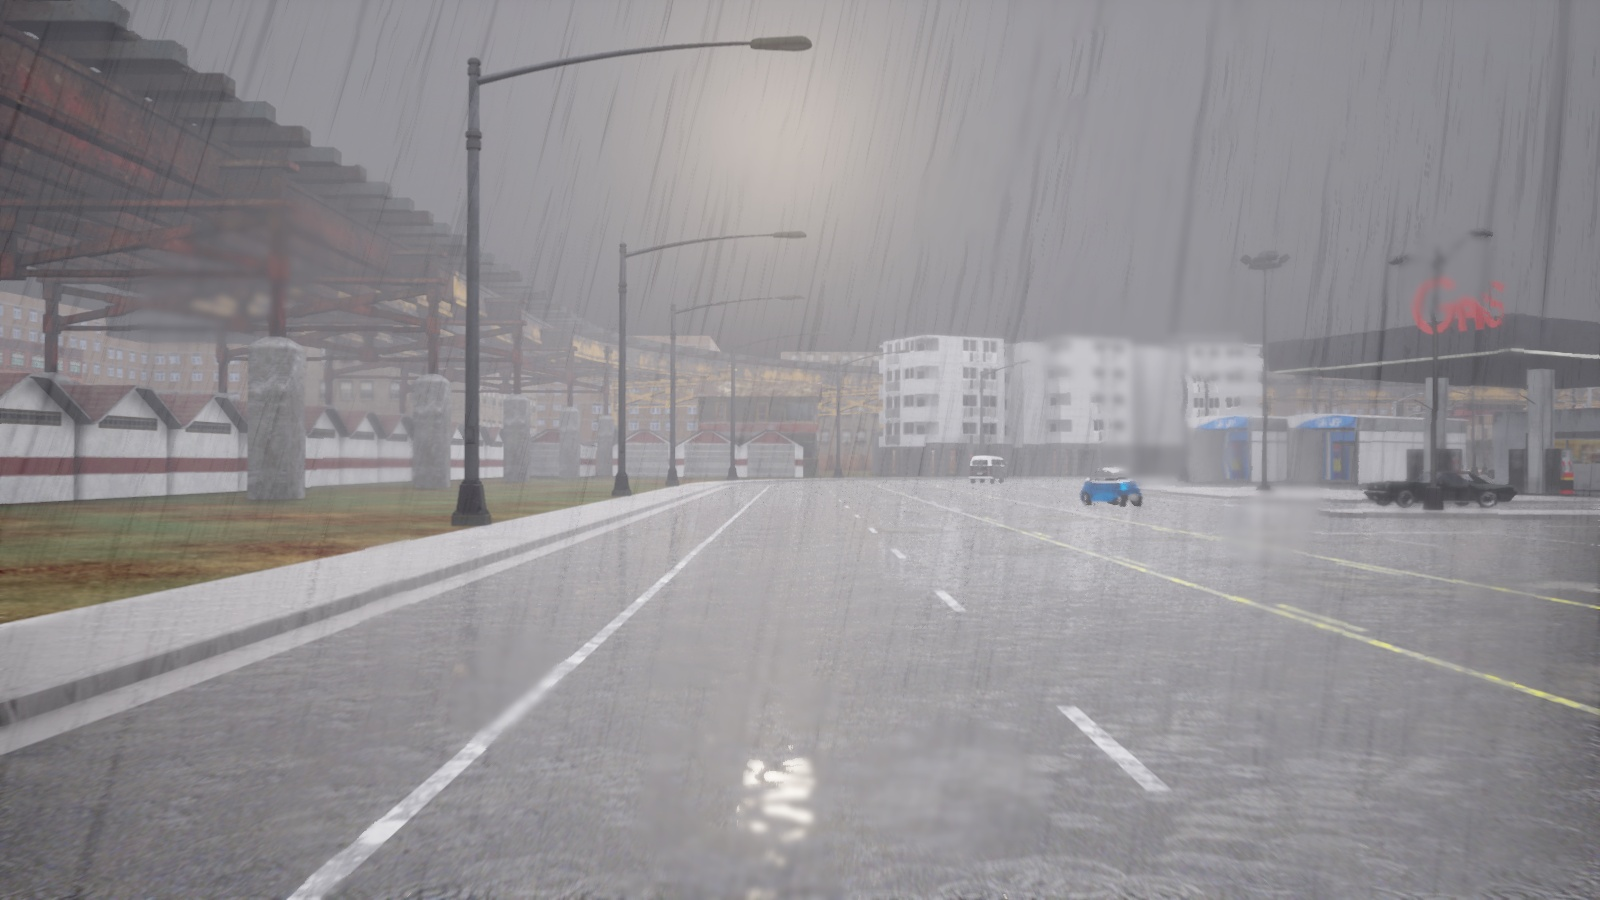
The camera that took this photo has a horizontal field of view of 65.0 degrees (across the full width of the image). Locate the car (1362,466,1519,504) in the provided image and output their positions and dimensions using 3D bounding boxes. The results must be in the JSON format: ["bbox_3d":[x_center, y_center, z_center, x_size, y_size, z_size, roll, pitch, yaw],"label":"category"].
[{"bbox_3d":[23.073,1.256,45.354,4.718,1.301,1.895,0,-1,0],"label":"car"}]

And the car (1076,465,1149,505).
[{"bbox_3d":[11.451,1.263,46.032,1.481,1.376,2.207,-1,0,-28],"label":"car"}]

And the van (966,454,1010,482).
[{"bbox_3d":[13.988,1.334,93.167,2.069,2.038,4.480,-1,-1,25],"label":"van"}]
